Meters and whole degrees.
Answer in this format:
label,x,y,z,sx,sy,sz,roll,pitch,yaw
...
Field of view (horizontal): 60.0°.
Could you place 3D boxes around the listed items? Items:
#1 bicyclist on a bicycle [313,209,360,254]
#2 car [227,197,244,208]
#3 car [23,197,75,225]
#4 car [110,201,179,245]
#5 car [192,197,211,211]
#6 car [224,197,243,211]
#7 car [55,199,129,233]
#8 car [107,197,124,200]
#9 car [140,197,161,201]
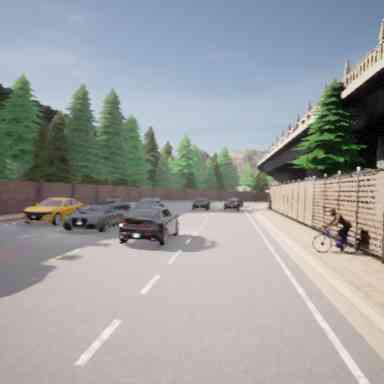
label,x,y,z,sx,sy,sz,roll,pitch,yaw
bicyclist on a bicycle,5.217,1.429,11.999,1.656,1.620,0.582,2,0,7
car,6.735,1.534,51.132,1.812,1.442,4.674,2,0,16
car,-8.327,1.094,20.619,1.882,1.535,5.008,2,0,7
car,-1.782,1.376,14.836,1.837,1.490,4.892,2,0,7
car,1.192,1.357,39.762,2.128,1.511,4.902,2,0,7
car,4.889,1.481,40.916,2.128,1.511,4.902,2,0,7
car,-5.141,1.305,17.845,1.994,1.385,4.181,2,0,7
car,-7.126,1.179,30.454,1.994,1.385,4.181,2,0,8
car,-3.740,1.244,29.374,1.837,1.490,4.892,2,0,7
